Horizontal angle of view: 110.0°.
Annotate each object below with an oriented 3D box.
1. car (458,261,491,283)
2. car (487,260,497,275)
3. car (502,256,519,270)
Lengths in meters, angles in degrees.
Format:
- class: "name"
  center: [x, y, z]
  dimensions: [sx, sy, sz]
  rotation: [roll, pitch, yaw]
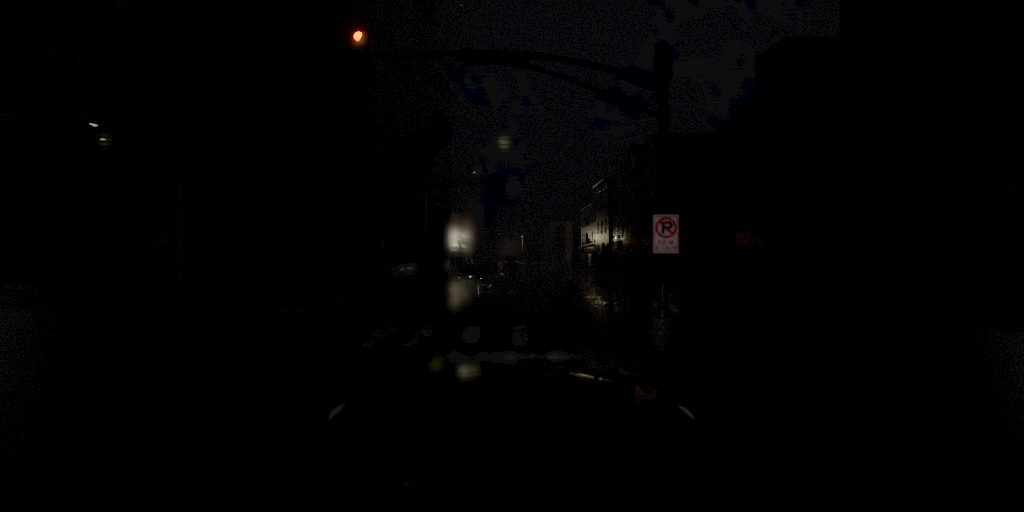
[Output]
- class: "car"
  center: [-2.951, 1.314, 27.900]
  dimensions: [1.994, 1.385, 4.181]
  rotation: [0, 0, 0]
- class: "car"
  center: [-2.992, 1.300, 38.391]
  dimensions: [2.033, 1.411, 5.357]
  rotation: [0, 0, 0]
- class: "car"
  center: [-0.198, 0.979, 52.573]
  dimensions: [2.150, 2.045, 5.566]
  rotation: [0, 0, 0]
